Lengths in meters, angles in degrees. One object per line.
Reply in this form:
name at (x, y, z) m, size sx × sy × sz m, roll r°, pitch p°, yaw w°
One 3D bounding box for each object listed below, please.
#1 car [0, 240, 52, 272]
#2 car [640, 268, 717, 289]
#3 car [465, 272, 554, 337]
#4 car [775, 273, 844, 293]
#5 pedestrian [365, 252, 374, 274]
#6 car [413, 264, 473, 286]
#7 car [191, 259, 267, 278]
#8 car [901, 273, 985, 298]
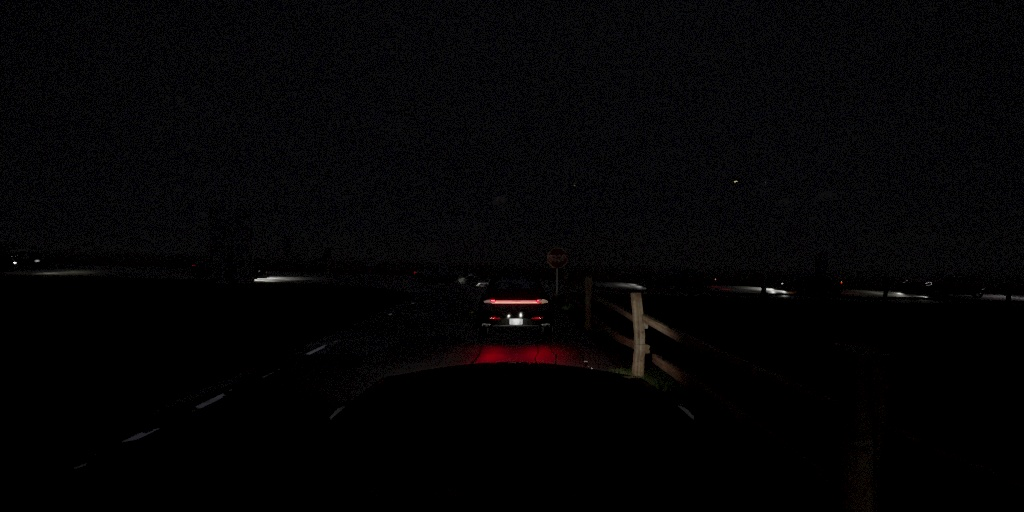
car at (-35.238, -0.090, 24.531) m, size 5.566 × 2.045 × 2.150 m, roll 2°, pitch 3°, yaw 0°
car at (12.675, 1.658, 27.362) m, size 5.357 × 1.411 × 2.033 m, roll 2°, pitch 3°, yaw 0°
car at (0.076, 1.234, 10.328) m, size 2.128 × 1.511 × 4.902 m, roll 0°, pitch 0°, yaw 0°
car at (22.610, 1.984, 27.334) m, size 4.181 × 1.385 × 1.994 m, roll 2°, pitch 3°, yaw 0°
pedestrian at (-12.092, 0.528, 30.438) m, size 0.375 × 1.860 × 0.375 m, roll 0°, pitch 1°, yaw 0°
car at (-4.549, 1.230, 24.466) m, size 4.181 × 1.385 × 1.994 m, roll 1°, pitch 2°, yaw 0°
car at (-19.258, 0.778, 24.497) m, size 4.181 × 1.385 × 1.994 m, roll 2°, pitch 3°, yaw 0°
car at (32.688, 2.080, 27.290) m, size 4.553 × 1.767 × 2.097 m, roll 2°, pitch 3°, yaw 0°
